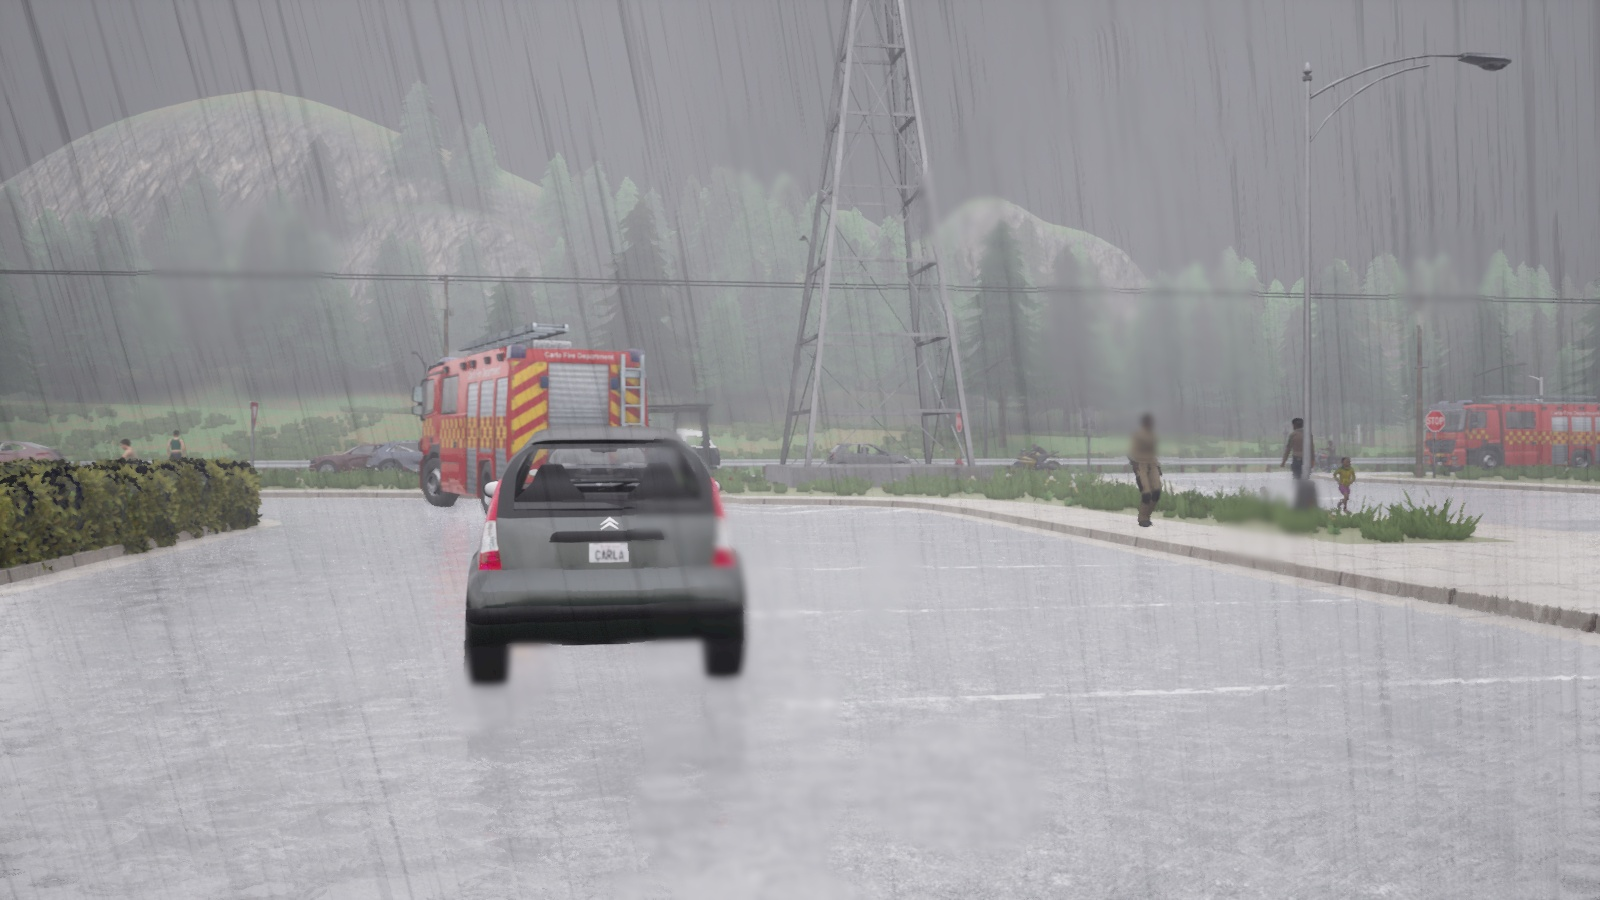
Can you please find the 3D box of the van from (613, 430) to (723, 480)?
[{"bbox_3d":[-5.541,0.179,52.450,4.480,2.038,2.069,0,0,-9],"label":"van"}]

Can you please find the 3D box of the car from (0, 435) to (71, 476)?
[{"bbox_3d":[-33.165,0.218,51.667,5.027,1.651,2.152,0,0,-9],"label":"car"}]

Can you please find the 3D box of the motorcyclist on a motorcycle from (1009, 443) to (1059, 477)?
[{"bbox_3d":[10.826,0.473,58.063,2.191,1.530,0.866,0,2,14],"label":"motorcyclist on a motorcycle"}]

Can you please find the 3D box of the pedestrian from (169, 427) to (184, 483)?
[{"bbox_3d":[-20.618,0.160,41.512,0.345,1.836,0.594,0,0,-16],"label":"pedestrian"}]

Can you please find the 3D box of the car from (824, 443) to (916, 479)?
[{"bbox_3d":[2.978,0.469,53.784,3.633,1.501,1.845,0,0,-9],"label":"car"}]

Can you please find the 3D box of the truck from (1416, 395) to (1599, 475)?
[{"bbox_3d":[35.419,-0.732,62.399,8.468,3.827,2.891,0,0,-9],"label":"truck"}]

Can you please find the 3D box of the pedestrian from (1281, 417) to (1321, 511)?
[{"bbox_3d":[9.811,0.275,24.609,0.328,1.805,0.869,0,0,-10],"label":"pedestrian"}]

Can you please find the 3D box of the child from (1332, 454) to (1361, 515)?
[{"bbox_3d":[10.504,0.658,24.143,0.299,1.160,0.473,0,0,-10],"label":"child"}]

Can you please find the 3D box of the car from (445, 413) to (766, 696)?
[{"bbox_3d":[-1.441,0.592,9.292,1.851,1.617,3.988,0,0,-9],"label":"car"}]

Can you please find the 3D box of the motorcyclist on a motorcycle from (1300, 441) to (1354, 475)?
[{"bbox_3d":[25.525,0.384,60.856,2.350,1.649,0.766,0,0,-9],"label":"motorcyclist on a motorcycle"}]

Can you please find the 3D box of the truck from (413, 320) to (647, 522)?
[{"bbox_3d":[-6.336,-0.575,28.118,2.891,3.827,8.468,0,0,-28],"label":"truck"}]

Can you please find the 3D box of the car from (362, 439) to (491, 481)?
[{"bbox_3d":[-15.083,0.387,50.980,4.856,1.649,2.033,0,0,-12],"label":"car"}]

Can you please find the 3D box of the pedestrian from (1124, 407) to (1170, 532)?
[{"bbox_3d":[5.451,0.296,19.749,0.396,1.930,0.692,0,0,-17],"label":"pedestrian"}]

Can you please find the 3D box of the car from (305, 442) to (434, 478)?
[{"bbox_3d":[-18.432,0.416,53.975,5.008,1.535,1.882,0,0,-9],"label":"car"}]
